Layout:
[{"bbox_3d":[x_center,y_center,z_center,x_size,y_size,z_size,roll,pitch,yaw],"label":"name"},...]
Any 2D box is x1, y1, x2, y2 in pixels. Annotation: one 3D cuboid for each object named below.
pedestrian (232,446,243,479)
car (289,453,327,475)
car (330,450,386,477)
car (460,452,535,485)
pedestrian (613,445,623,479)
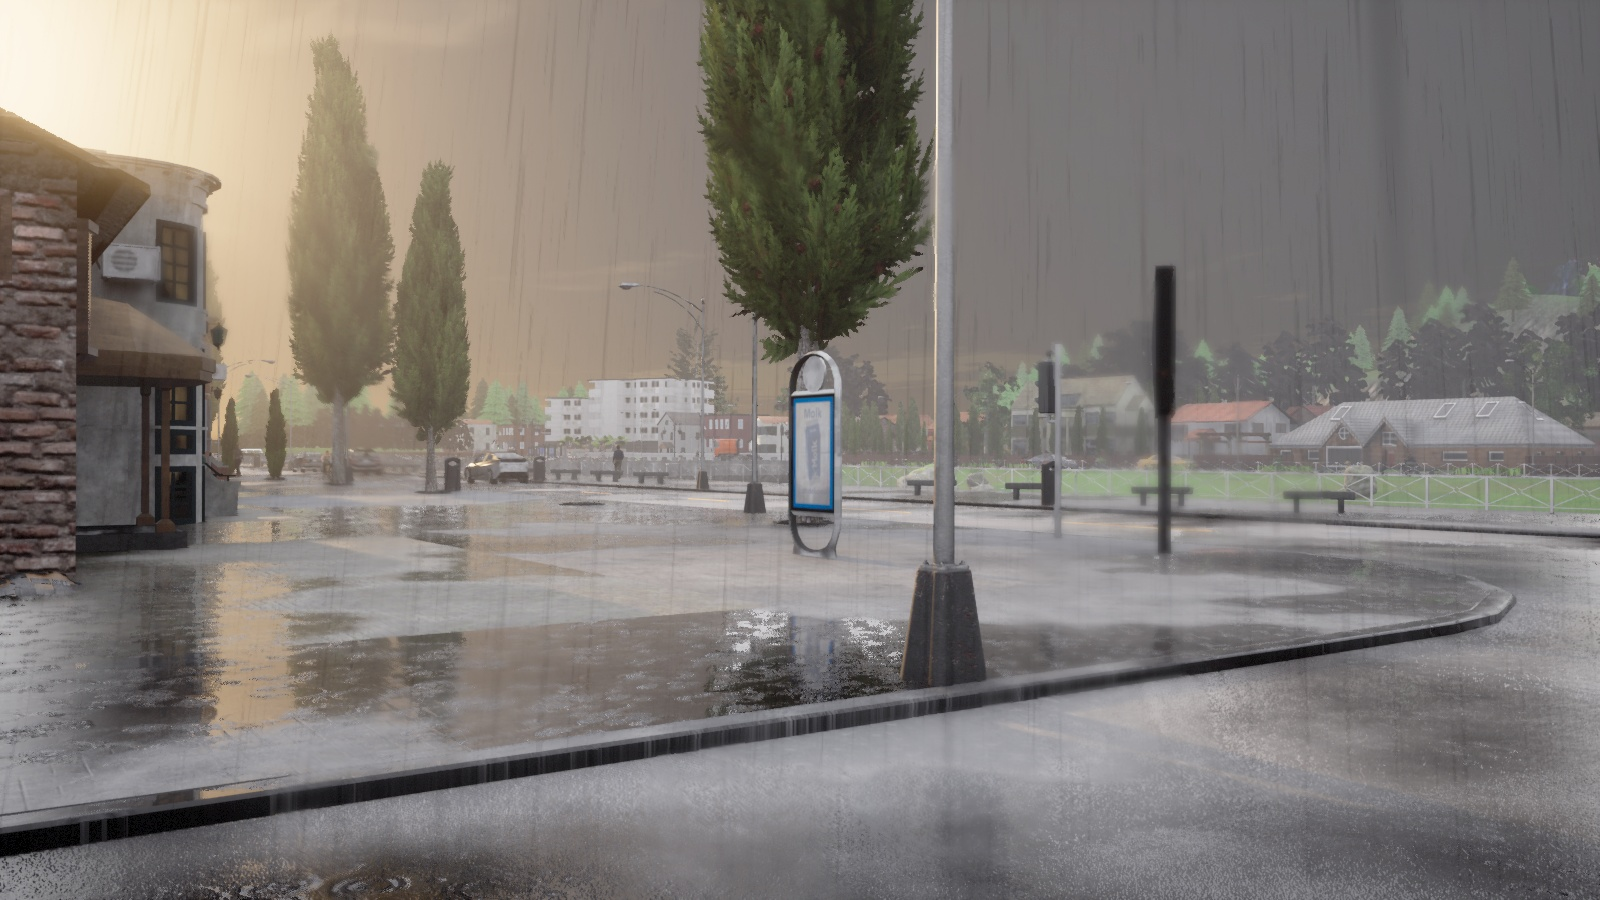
[{"bbox_3d":[-31.409,0.693,70.105,0.331,1.846,0.634,0,0,3],"label":"pedestrian"},{"bbox_3d":[-35.604,1.021,90.873,1.789,1.549,3.705,0,0,-34],"label":"car"},{"bbox_3d":[-28.259,0.845,80.187,2.242,1.667,4.611,0,0,-34],"label":"car"},{"bbox_3d":[-14.577,0.870,60.284,2.007,1.525,4.514,0,0,-34],"label":"car"},{"bbox_3d":[-9.678,0.638,66.638,0.370,1.835,0.726,0,0,-20],"label":"pedestrian"}]
